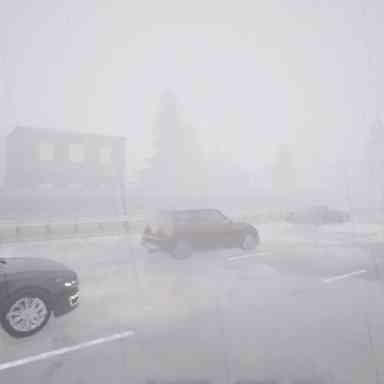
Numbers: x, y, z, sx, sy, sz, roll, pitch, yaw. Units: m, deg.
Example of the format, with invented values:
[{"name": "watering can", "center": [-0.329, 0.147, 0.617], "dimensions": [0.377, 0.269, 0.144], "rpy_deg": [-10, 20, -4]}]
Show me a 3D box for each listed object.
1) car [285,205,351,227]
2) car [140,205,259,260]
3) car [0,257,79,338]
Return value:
[{"name": "car", "center": [8.705, 1.577, 22.836], "dimensions": [5.357, 1.411, 2.033], "rpy_deg": [0, 0, -35]}, {"name": "car", "center": [0.430, 1.363, 12.645], "dimensions": [4.553, 1.767, 2.097], "rpy_deg": [0, 0, -35]}, {"name": "car", "center": [-4.255, 1.506, 5.010], "dimensions": [4.892, 1.490, 1.837], "rpy_deg": [0, 0, -35]}]
